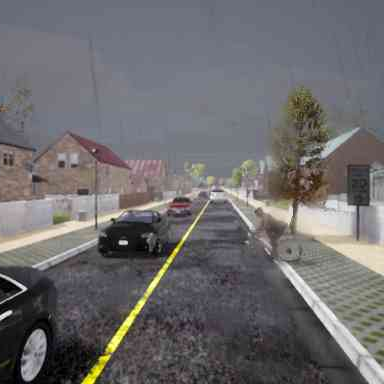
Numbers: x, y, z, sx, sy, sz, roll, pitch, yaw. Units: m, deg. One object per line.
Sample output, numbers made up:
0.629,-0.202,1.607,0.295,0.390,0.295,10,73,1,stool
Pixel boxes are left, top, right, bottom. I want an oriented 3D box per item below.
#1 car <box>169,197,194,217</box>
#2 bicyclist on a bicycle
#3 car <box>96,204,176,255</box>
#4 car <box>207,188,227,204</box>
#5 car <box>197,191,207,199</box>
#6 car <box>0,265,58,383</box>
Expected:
-0.824,1.124,26.689,1.812,1.442,4.674,0,1,5,car
2.107,1.232,9.110,1.656,1.620,0.582,-9,0,5,bicyclist on a bicycle
-1.981,1.372,12.370,1.994,1.385,4.181,0,1,5,car
3.708,0.527,46.508,2.150,2.045,5.566,0,1,6,car
2.105,0.607,62.282,1.837,1.490,4.892,0,1,5,car
-2.781,1.458,2.429,1.837,1.490,4.892,0,1,5,car
